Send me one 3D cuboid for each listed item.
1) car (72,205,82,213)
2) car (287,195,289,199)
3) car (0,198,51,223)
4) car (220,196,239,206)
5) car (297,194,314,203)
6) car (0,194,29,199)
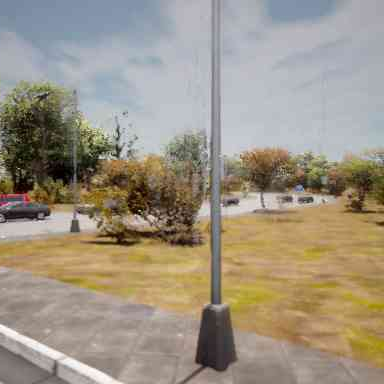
[{"bbox_3d":[-10.153,1.592,35.245,1.895,1.301,4.718,0,0,39],"label":"car"},{"bbox_3d":[16.009,1.015,57.655,1.882,1.535,5.008,0,1,31],"label":"car"},{"bbox_3d":[-13.405,1.502,25.586,1.837,1.490,4.892,0,0,38],"label":"car"},{"bbox_3d":[5.110,1.298,48.647,2.128,1.511,4.902,0,1,39],"label":"car"},{"bbox_3d":[18.972,1.087,55.707,2.033,1.411,5.357,0,1,32],"label":"car"},{"bbox_3d":[-16.241,1.218,27.667,2.150,2.045,5.566,0,0,39],"label":"car"}]
